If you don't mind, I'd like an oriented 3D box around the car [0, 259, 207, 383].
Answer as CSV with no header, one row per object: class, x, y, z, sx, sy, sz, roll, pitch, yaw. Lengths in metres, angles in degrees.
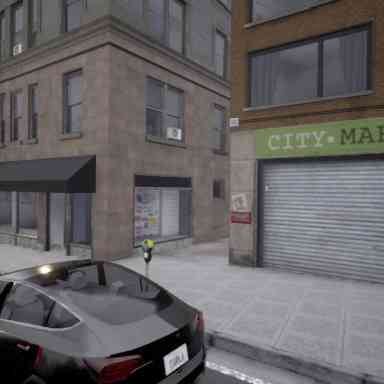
car,-1.836,1.565,4.252,4.313,1.339,1.947,0,1,35
